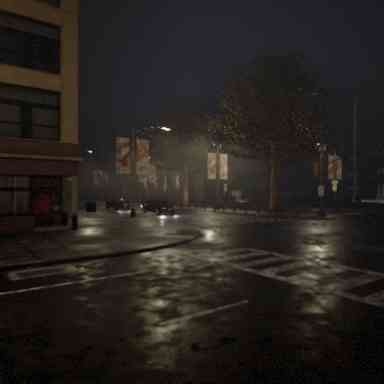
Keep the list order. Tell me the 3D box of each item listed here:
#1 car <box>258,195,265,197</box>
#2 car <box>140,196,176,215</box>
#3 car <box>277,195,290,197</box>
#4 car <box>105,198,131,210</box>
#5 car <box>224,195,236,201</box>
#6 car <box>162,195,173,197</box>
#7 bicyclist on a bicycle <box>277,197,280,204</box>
[{"bbox_3d":[17.804,1.402,83.254,1.895,1.301,4.718,0,0,-36],"label":"car"},{"bbox_3d":[-3.525,1.489,34.063,1.837,1.490,4.892,0,0,-36],"label":"car"},{"bbox_3d":[18.614,1.266,69.321,2.002,1.452,4.674,0,0,-36],"label":"car"},{"bbox_3d":[-9.502,1.475,42.432,2.128,1.511,4.902,0,0,-36],"label":"car"},{"bbox_3d":[8.145,1.364,76.815,2.161,1.482,4.786,0,0,-36],"label":"car"},{"bbox_3d":[-5.013,1.322,62.018,2.097,1.767,4.553,0,0,-36],"label":"car"},{"bbox_3d":[12.811,1.262,50.706,1.656,1.620,0.582,0,0,-36],"label":"bicyclist on a bicycle"}]
